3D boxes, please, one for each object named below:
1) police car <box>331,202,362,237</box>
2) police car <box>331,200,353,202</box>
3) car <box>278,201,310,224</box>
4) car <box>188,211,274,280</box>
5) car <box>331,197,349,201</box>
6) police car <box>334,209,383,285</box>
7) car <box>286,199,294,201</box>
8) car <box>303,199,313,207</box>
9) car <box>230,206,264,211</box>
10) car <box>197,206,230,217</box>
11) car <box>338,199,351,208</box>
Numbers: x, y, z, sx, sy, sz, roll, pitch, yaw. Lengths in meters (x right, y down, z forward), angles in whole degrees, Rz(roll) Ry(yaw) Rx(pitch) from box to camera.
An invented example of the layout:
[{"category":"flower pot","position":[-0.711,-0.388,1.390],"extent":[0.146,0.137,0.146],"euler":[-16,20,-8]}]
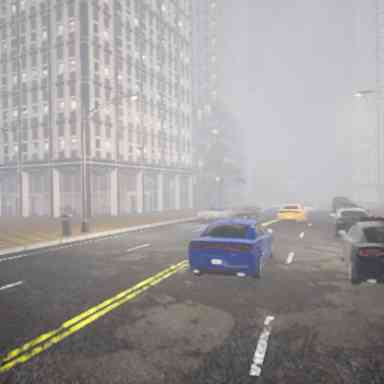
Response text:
[{"category":"police car","position":[8.920,1.592,18.631],"extent":[1.930,1.638,5.238],"euler":[-1,-1,22]},{"category":"police car","position":[11.223,1.641,24.011],"extent":[1.930,1.638,5.238],"euler":[-1,-1,24]},{"category":"car","position":[8.359,1.753,27.532],"extent":[1.882,1.535,5.008],"euler":[-1,-1,24]},{"category":"car","position":[1.443,1.599,10.560],"extent":[1.882,1.535,5.008],"euler":[-1,-1,20]},{"category":"car","position":[18.422,1.589,40.968],"extent":[2.150,2.045,5.566],"euler":[-1,-1,27]},{"category":"police car","position":[5.387,1.504,9.541],"extent":[1.930,1.638,5.238],"euler":[-1,-1,20]},{"category":"car","position":[19.681,2.165,66.615],"extent":[1.812,1.442,4.674],"euler":[-1,-1,23]},{"category":"car","position":[22.590,2.123,65.150],"extent":[2.128,1.511,4.902],"euler":[-1,-1,23]},{"category":"car","position":[5.071,1.873,28.625],"extent":[1.994,1.385,4.181],"euler":[-1,-1,24]},{"category":"car","position":[2.144,1.945,30.077],"extent":[1.895,1.301,4.718],"euler":[-1,-1,24]},{"category":"car","position":[26.387,2.022,57.657],"extent":[1.812,1.442,4.674],"euler":[-1,-1,23]}]
